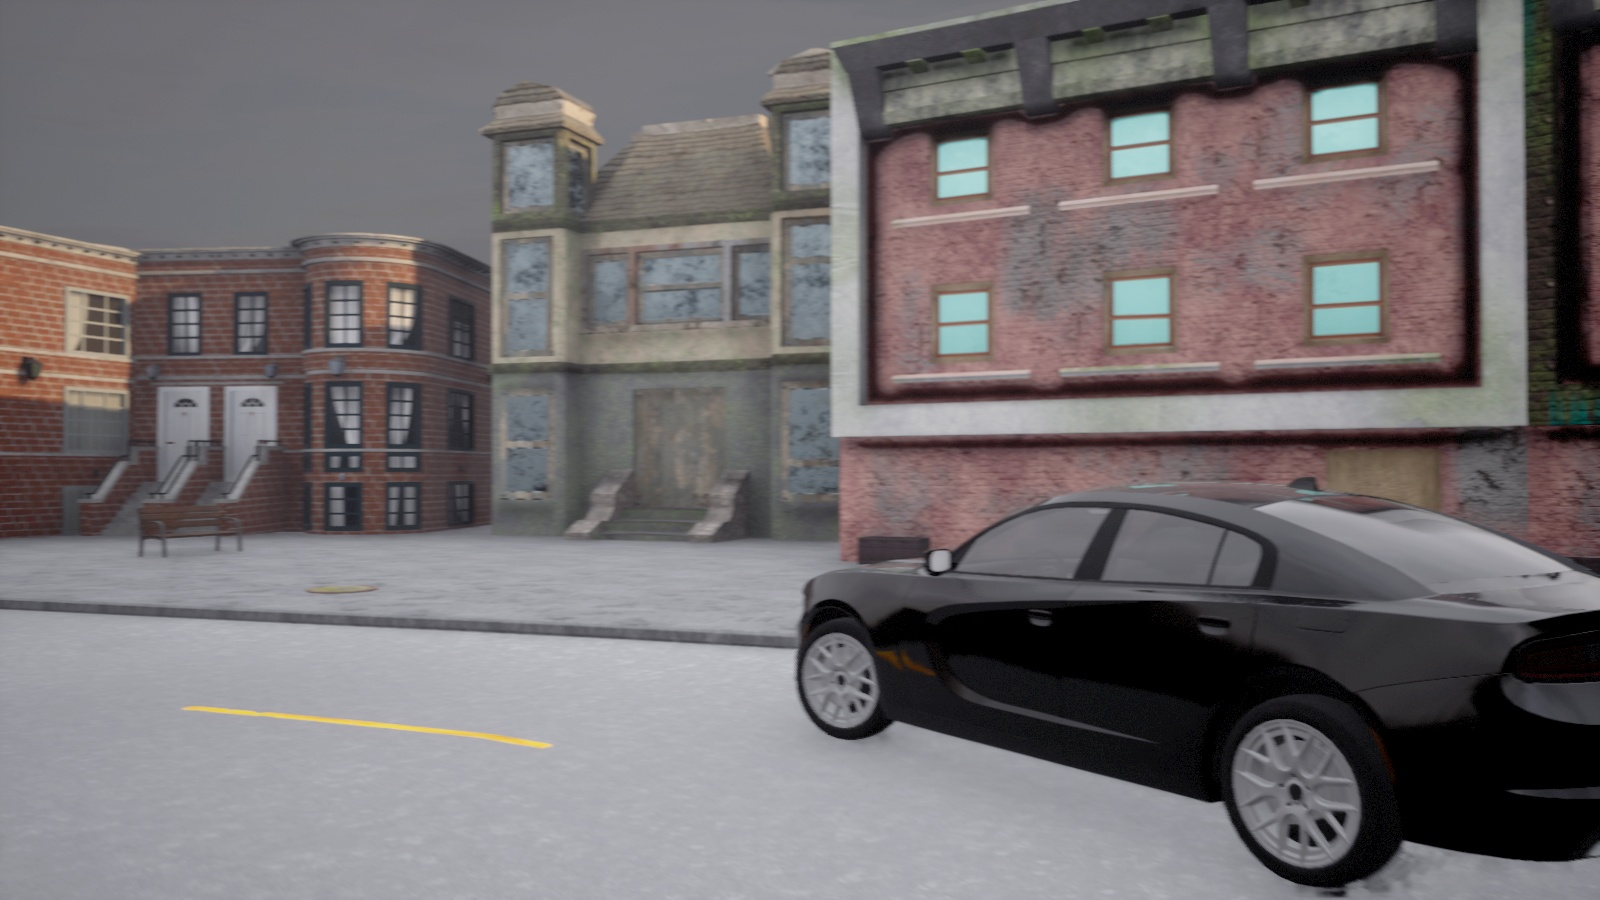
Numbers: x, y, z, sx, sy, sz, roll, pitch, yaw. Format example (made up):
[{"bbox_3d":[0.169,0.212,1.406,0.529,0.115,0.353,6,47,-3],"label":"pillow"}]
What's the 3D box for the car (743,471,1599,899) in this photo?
[{"bbox_3d":[1.804,0.887,6.513,1.882,1.535,5.008,0,-1,-34],"label":"car"}]
